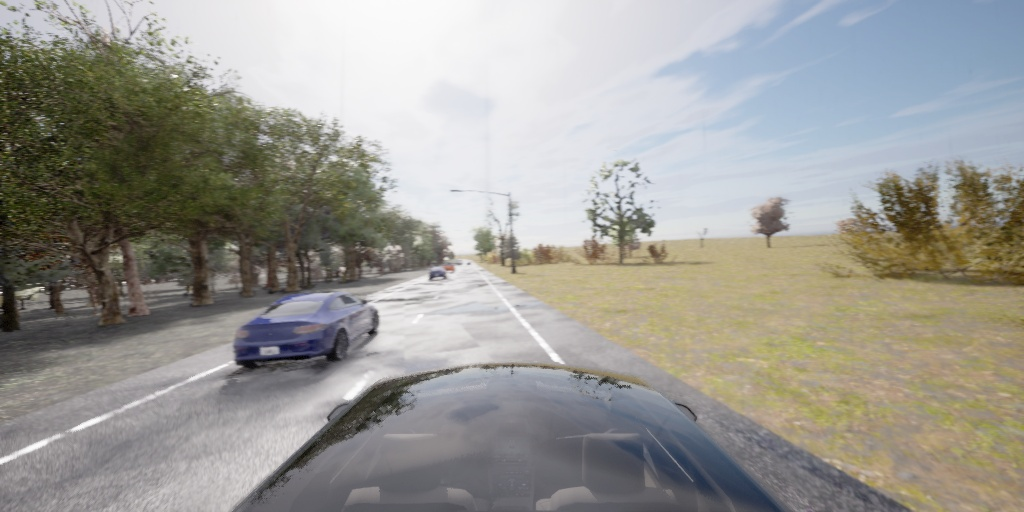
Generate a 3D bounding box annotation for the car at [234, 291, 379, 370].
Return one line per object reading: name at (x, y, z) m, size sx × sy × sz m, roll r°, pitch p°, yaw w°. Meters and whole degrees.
car at (-4.677, 1.584, 8.786) m, size 1.812 × 1.442 × 4.674 m, roll -3°, pitch 0°, yaw -7°

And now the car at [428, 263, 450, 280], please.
car at (-8.620, 1.981, 41.941) m, size 1.812 × 1.442 × 4.674 m, roll -3°, pitch 0°, yaw -7°
